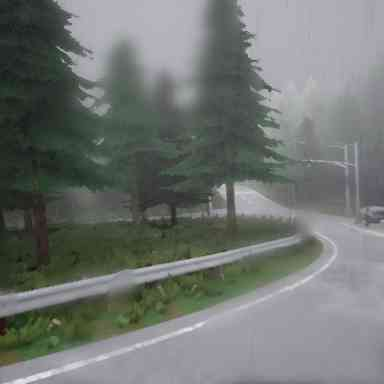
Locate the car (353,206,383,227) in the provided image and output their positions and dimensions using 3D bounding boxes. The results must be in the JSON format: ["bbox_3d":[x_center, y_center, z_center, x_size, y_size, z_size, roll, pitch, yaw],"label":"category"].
[{"bbox_3d":[14.060,1.881,26.041,1.837,1.490,4.892,-3,-2,12],"label":"car"}]

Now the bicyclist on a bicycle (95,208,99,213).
[{"bbox_3d":[-12.542,2.928,44.074,0.582,1.620,1.656,-4,-1,-11],"label":"bicyclist on a bicycle"}]
